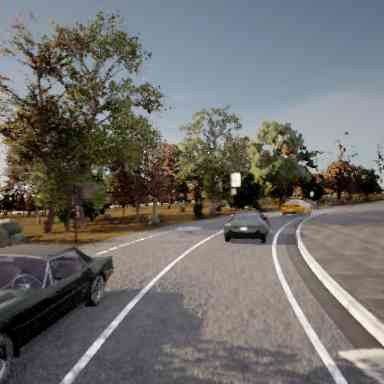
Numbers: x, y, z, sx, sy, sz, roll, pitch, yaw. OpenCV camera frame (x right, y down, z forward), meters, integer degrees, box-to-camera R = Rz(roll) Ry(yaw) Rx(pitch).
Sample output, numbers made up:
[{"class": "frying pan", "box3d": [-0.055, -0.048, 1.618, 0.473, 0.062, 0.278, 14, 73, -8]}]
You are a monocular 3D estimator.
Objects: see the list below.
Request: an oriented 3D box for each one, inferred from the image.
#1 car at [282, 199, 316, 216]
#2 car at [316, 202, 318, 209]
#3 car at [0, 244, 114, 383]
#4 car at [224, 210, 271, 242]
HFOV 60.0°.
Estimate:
[{"class": "car", "box3d": [10.362, 1.494, 32.762, 1.882, 1.535, 5.008, -4, -2, 33]}, {"class": "car", "box3d": [14.982, 1.689, 43.875, 1.994, 1.385, 4.181, -5, -3, 44]}, {"class": "car", "box3d": [-2.905, 1.624, 5.374, 1.895, 1.301, 4.718, 0, 0, 6]}, {"class": "car", "box3d": [2.844, 1.600, 16.625, 1.994, 1.385, 4.181, -1, -1, 16]}]
